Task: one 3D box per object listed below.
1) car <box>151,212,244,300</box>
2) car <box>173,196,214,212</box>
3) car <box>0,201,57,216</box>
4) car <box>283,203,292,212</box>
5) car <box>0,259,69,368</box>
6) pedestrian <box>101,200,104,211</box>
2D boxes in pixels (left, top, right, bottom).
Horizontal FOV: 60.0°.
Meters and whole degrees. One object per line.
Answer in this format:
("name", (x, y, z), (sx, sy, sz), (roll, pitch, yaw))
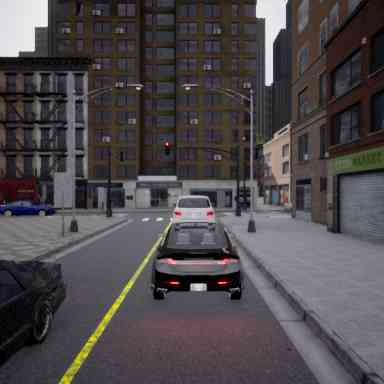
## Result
("car", (0.098, 1.490, 8.376), (2.128, 1.511, 4.902), (0, 0, 0))
("car", (0.095, 1.215, 18.831), (2.150, 2.045, 5.566), (0, 0, 0))
("car", (-15.481, 1.577, 31.589), (5.008, 1.535, 1.882), (0, 0, -2))
("car", (12.055, 1.396, 35.140), (4.674, 1.442, 1.812), (-1, 0, -1))
("car", (-3.102, 1.547, 3.613), (2.033, 1.411, 5.357), (0, 0, 0))
("pedestrian", (-10.167, 1.497, 37.899), (0.375, 1.300, 0.375), (0, 0, -1))
